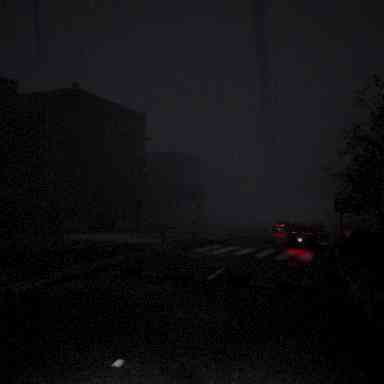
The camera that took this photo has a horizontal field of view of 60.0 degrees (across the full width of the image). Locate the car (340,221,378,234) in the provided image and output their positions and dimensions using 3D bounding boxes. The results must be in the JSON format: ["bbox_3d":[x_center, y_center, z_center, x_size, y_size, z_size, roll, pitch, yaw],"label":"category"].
[{"bbox_3d":[24.379,5.157,48.829,4.792,1.488,2.163,1,-3,23],"label":"car"}]

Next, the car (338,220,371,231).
[{"bbox_3d":[27.533,5.643,56.454,4.892,1.521,2.231,1,-3,23],"label":"car"}]

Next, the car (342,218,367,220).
[{"bbox_3d":[20.083,4.269,38.713,4.553,1.767,2.185,1,-3,23],"label":"car"}]

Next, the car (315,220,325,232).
[{"bbox_3d":[17.524,4.737,46.664,1.882,1.535,5.008,1,-4,23],"label":"car"}]

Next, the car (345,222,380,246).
[{"bbox_3d":[13.740,3.190,23.494,4.892,1.521,2.231,1,-4,23],"label":"car"}]

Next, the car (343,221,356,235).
[{"bbox_3d":[14.802,3.396,26.028,5.008,1.535,2.097,1,-4,23],"label":"car"}]

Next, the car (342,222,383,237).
[{"bbox_3d":[21.166,4.622,41.234,4.674,1.452,2.002,1,-3,23],"label":"car"}]

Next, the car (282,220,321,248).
[{"bbox_3d":[7.680,2.915,22.996,1.837,1.490,4.892,1,-4,22],"label":"car"}]

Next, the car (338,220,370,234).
[{"bbox_3d":[17.817,3.999,33.701,5.366,1.575,1.946,1,-4,23],"label":"car"}]

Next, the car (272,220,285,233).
[{"bbox_3d":[10.489,4.004,38.474,1.837,1.490,4.892,1,-4,23],"label":"car"}]

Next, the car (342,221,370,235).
[{"bbox_3d":[15.872,3.602,28.557,4.892,1.521,2.231,1,-4,23],"label":"car"}]

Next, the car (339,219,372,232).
[{"bbox_3d":[26.501,5.358,54.051,4.553,1.767,2.185,1,-3,23],"label":"car"}]

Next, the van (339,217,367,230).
[{"bbox_3d":[28.502,5.577,59.048,4.442,1.987,1.878,1,-3,23],"label":"van"}]

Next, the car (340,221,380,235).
[{"bbox_3d":[23.264,4.980,46.318,4.792,1.488,2.163,1,-3,23],"label":"car"}]

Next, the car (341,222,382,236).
[{"bbox_3d":[22.231,4.808,43.767,4.674,1.452,2.002,1,-4,23],"label":"car"}]

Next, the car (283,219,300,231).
[{"bbox_3d":[14.395,4.723,47.806,1.812,1.442,4.674,1,-3,23],"label":"car"}]
